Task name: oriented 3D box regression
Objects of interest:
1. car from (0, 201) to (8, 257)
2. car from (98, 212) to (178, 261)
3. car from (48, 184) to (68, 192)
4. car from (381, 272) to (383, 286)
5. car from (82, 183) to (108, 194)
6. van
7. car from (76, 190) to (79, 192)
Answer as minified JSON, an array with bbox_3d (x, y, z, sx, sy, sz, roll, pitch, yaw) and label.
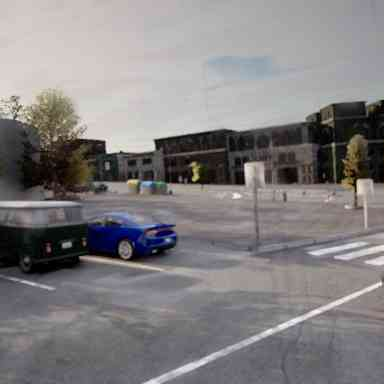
[{"bbox_3d":[-7.613,1.266,8.704,5.566,2.045,2.435,-1,-1,33],"label":"car"},{"bbox_3d":[-2.855,1.482,12.334,5.008,1.535,2.097,-1,0,33],"label":"car"},{"bbox_3d":[-25.681,-1.273,61.472,2.185,1.767,4.553,0,6,11],"label":"car"},{"bbox_3d":[6.310,1.492,7.703,5.357,1.411,2.033,0,0,-39],"label":"car"},{"bbox_3d":[-15.651,-0.650,55.252,2.163,1.488,4.792,1,6,13],"label":"car"},{"bbox_3d":[-5.349,1.276,10.588,4.442,1.987,1.878,-1,0,33],"label":"van"},{"bbox_3d":[-18.127,-0.805,56.880,2.231,1.521,4.892,1,6,13],"label":"car"}]
